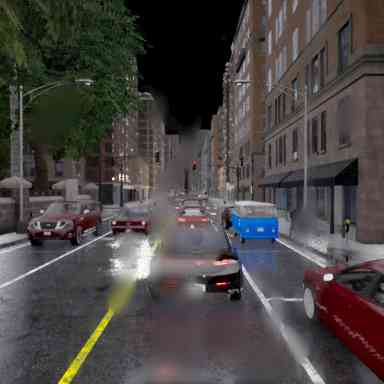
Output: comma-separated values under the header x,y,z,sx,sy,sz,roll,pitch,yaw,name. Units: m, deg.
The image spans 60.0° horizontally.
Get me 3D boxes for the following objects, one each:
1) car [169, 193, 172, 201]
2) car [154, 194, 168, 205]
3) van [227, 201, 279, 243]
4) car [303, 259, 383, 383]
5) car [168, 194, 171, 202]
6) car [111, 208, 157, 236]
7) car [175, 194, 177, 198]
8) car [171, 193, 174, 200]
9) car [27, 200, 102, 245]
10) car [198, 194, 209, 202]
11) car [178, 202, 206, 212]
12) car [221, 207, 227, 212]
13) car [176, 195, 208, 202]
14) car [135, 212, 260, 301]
x,y,z,sx,sy,sz,roll,pitch,yaw,name
-5.756,1.493,70.169,1.887,1.381,4.507,0,0,0,car
-5.742,1.480,59.097,1.752,1.417,4.829,0,0,0,car
2.836,1.336,15.629,1.690,1.788,3.998,0,0,0,van
2.850,1.544,4.308,1.887,1.381,4.507,0,0,0,car
-5.749,1.502,64.717,2.008,1.369,4.403,0,0,0,car
-3.087,1.594,18.415,1.895,1.301,4.718,0,0,0,car
-5.776,1.496,86.521,2.008,1.369,4.403,0,0,0,car
-5.763,1.491,75.619,1.887,1.381,4.507,0,0,0,car
-5.689,1.310,15.578,2.192,1.841,5.009,0,0,0,car
2.762,1.387,75.666,1.967,1.590,4.097,0,0,0,car
0.080,1.519,18.577,1.812,1.442,4.674,0,0,0,car
2.830,1.557,21.289,1.947,1.339,4.313,0,0,0,car
0.014,1.338,27.534,2.097,1.767,4.553,0,0,2,car
0.090,1.490,8.315,2.128,1.511,4.902,0,0,0,car
